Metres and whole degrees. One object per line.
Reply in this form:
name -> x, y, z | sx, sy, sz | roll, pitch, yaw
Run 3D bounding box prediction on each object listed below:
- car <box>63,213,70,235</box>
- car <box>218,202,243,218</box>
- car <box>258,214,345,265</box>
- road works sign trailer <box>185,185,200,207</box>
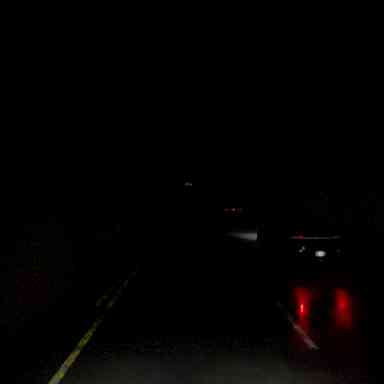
car -> -7.102, 1.383, 14.635 | 2.097, 1.767, 4.553 | 0, 0, 0
car -> 3.596, 1.613, 31.473 | 2.033, 1.411, 5.357 | 0, 0, 0
car -> 3.599, 1.516, 11.741 | 2.128, 1.511, 4.902 | 0, 0, 0
road works sign trailer -> -0.007, 0.578, 54.375 | 2.380, 3.560, 2.880 | 0, 0, 0
